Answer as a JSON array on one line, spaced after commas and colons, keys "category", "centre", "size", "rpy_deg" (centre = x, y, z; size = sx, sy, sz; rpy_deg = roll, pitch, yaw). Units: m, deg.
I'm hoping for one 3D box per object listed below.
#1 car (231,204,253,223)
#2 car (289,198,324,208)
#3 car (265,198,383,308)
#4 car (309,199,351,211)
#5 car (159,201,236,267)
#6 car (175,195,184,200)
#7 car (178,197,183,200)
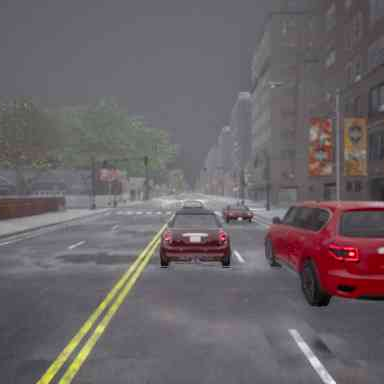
[{"category": "car", "centre": [3.342, 1.580, 25.343], "size": [1.895, 1.301, 4.718], "rpy_deg": [0, 0, 0]}, {"category": "car", "centre": [16.364, 1.545, 47.608], "size": [4.313, 1.339, 1.947], "rpy_deg": [0, 0, 0]}, {"category": "car", "centre": [3.350, 1.213, 8.070], "size": [2.150, 2.045, 5.566], "rpy_deg": [0, 0, 0]}, {"category": "car", "centre": [16.372, 1.519, 39.583], "size": [4.206, 1.307, 1.802], "rpy_deg": [0, 0, 0]}, {"category": "car", "centre": [0.097, 1.345, 11.528], "size": [2.097, 1.767, 4.553], "rpy_deg": [0, 0, 0]}, {"category": "car", "centre": [-3.275, 1.462, 88.237], "size": [2.128, 1.511, 4.902], "rpy_deg": [0, 0, 0]}, {"category": "car", "centre": [0.093, 1.455, 27.155], "size": [1.882, 1.535, 5.008], "rpy_deg": [0, 0, 0]}]
